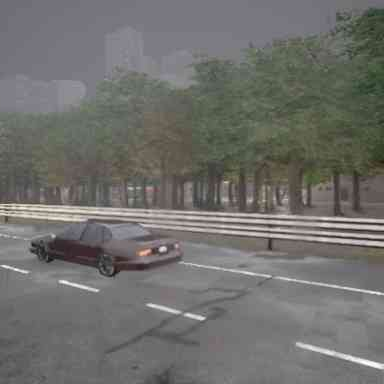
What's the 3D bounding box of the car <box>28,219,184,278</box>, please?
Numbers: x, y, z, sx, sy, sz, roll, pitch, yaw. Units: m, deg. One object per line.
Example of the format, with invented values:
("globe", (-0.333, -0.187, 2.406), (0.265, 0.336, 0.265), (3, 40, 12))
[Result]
("car", (-2.803, 1.551, 10.177), (5.357, 1.411, 2.033), (0, 0, 36))
